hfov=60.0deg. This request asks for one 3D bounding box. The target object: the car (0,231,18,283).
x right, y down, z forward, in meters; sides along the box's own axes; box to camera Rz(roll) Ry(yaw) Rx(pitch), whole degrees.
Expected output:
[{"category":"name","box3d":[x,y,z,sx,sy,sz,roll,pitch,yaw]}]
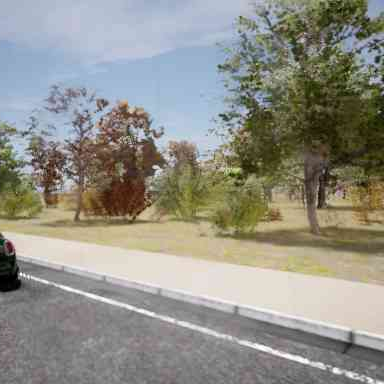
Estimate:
[{"category":"car","box3d":[-6.640,1.480,8.952,4.553,1.767,2.097,-1,-1,39]}]
